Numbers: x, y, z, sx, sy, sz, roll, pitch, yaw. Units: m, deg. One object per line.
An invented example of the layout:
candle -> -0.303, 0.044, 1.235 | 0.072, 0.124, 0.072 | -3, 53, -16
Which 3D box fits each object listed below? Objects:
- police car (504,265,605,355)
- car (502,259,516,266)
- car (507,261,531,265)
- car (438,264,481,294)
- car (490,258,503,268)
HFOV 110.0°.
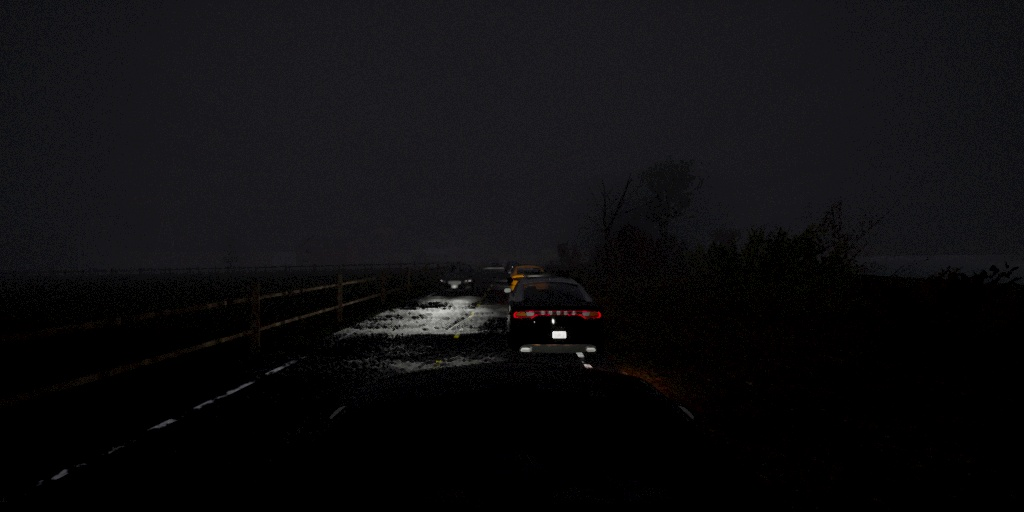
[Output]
police car -> 0.828, 1.174, 8.853 | 1.930, 1.638, 5.238 | 0, 0, 0
car -> 0.063, 1.334, 46.642 | 1.994, 1.385, 4.181 | 0, 0, 0
car -> 0.832, 1.228, 18.744 | 1.882, 1.535, 5.008 | 0, 0, 0
car -> -2.843, 1.242, 20.150 | 2.128, 1.511, 4.902 | 0, 0, 0
car -> -2.789, 1.151, 63.119 | 2.097, 1.767, 4.553 | 0, 0, 0
